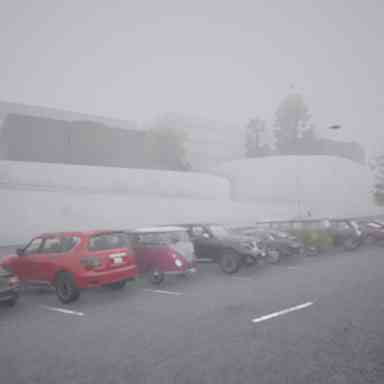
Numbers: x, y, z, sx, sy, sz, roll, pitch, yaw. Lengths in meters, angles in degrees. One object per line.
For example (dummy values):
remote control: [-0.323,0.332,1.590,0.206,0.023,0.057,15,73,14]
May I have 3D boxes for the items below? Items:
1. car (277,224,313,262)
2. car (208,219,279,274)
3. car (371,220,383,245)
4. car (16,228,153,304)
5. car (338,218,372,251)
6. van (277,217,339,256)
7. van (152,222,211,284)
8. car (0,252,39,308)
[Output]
car: [2.986,2.632,16.495,4.892,1.521,2.231,-7,-5,34]
car: [0.561,2.376,14.783,5.566,2.045,2.435,-7,-6,34]
car: [10.285,2.682,21.668,4.674,1.452,2.002,-7,-5,34]
car: [-4.360,2.373,11.356,5.566,2.045,2.435,-7,-6,34]
car: [7.866,2.511,19.942,4.553,1.767,2.185,-6,-5,34]
van: [5.305,2.421,18.306,4.442,1.987,1.878,-7,-5,34]
van: [-1.799,2.390,13.005,4.442,1.987,1.878,-7,-6,34]
car: [-6.751,2.651,9.589,4.674,1.452,2.002,-6,-6,34]
